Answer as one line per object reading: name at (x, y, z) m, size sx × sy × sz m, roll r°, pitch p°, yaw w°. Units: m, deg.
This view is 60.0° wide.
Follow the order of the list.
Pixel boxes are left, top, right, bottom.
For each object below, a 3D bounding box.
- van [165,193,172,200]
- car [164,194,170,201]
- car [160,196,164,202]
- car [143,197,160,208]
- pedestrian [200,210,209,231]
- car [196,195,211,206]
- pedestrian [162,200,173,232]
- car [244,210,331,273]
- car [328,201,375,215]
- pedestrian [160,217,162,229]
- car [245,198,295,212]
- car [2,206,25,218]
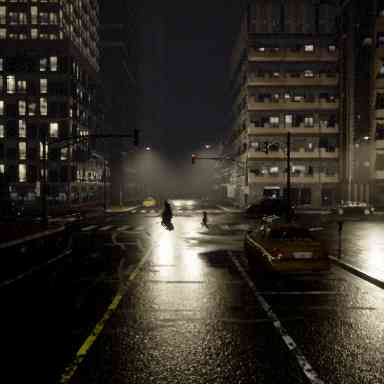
van at (-6.512, 1.325, 93.465) m, size 1.690 × 1.788 × 3.998 m, roll -1°, pitch 0°, yaw 0°
car at (-6.313, 1.531, 70.846) m, size 1.887 × 1.381 × 4.507 m, roll -1°, pitch 0°, yaw 0°
car at (-6.166, 1.554, 53.884) m, size 1.947 × 1.339 × 4.313 m, roll -1°, pitch 0°, yaw 0°
car at (-6.116, 1.514, 48.060) m, size 1.752 × 1.417 × 4.829 m, roll -1°, pitch 0°, yaw 0°
pedestrian at (0.760, 1.289, 19.255) m, size 0.375 × 1.860 × 0.375 m, roll -1°, pitch 1°, yaw 0°
car at (2.213, 1.539, 53.957) m, size 2.008 × 1.369 × 4.403 m, roll -1°, pitch 0°, yaw 0°
pedestrian at (-1.351, 1.289, 18.640) m, size 0.375 × 1.860 × 0.375 m, roll -1°, pitch 1°, yaw 0°
car at (2.720, 1.522, 10.520) m, size 1.752 × 1.417 × 4.829 m, roll -1°, pitch 0°, yaw 0°
car at (16.027, 1.624, 33.599) m, size 4.403 × 1.369 × 2.008 m, roll 0°, pitch 0°, yaw 0°
pedestrian at (-1.658, 1.668, 19.842) m, size 0.500 × 1.100 × 0.500 m, roll -1°, pitch 1°, yaw 0°
car at (7.312, 1.382, 31.536) m, size 4.553 × 1.767 × 2.097 m, roll 1°, pitch 1°, yaw 9°
car at (-16.787, 1.491, 27.997) m, size 4.718 × 1.301 × 1.895 m, roll 0°, pitch 1°, yaw 0°
